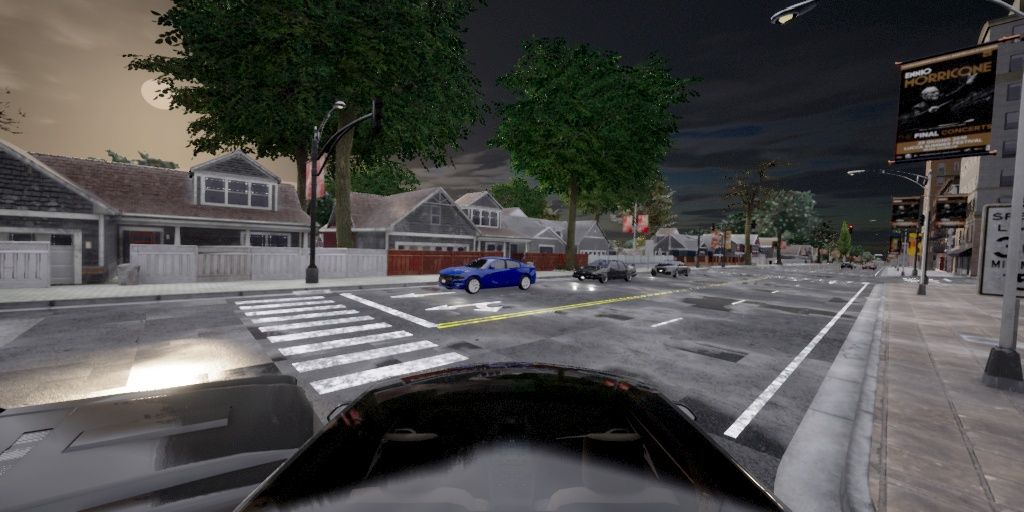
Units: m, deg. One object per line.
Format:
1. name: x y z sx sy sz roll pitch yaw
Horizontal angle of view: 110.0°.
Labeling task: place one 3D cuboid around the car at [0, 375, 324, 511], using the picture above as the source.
1. car: -3.316 1.276 1.382 4.718 1.301 1.895 1 2 -34

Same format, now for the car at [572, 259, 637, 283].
1. car: 6.200 0.933 23.421 5.357 1.411 2.033 1 2 -44

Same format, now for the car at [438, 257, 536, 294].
1. car: -1.014 0.787 16.551 5.008 1.535 1.882 1 2 -44

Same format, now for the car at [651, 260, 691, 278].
1. car: 13.445 1.029 30.293 4.181 1.385 1.994 1 2 -44
